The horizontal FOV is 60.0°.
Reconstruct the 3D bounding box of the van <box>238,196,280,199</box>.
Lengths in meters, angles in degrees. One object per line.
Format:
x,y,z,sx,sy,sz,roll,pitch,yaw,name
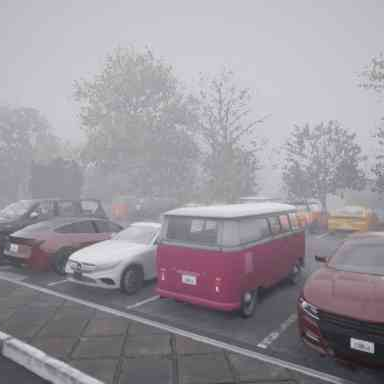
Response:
4.498,1.271,21.290,1.878,1.987,4.442,0,0,36,van

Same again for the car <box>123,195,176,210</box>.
-2.302,1.265,26.063,2.435,2.045,5.566,-1,0,36,car

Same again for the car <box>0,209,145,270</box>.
-3.347,1.527,10.713,2.163,1.488,4.792,0,0,36,car

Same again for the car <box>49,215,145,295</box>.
-1.108,1.533,9.073,2.002,1.452,4.674,0,0,36,car

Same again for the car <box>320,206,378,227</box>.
8.826,1.489,18.033,2.097,1.535,5.008,0,0,36,car

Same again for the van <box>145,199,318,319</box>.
1.214,1.264,7.546,1.878,1.987,4.442,0,0,36,van

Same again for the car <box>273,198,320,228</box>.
6.661,1.367,19.555,2.185,1.767,4.553,0,0,36,car

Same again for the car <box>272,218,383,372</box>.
3.404,1.486,5.837,2.097,1.535,5.008,0,0,36,car

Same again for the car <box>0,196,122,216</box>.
-5.636,1.250,12.286,2.435,2.045,5.566,0,0,36,car

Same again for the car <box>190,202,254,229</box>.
2.176,1.502,22.806,2.231,1.521,4.892,0,0,36,car

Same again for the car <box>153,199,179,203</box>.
-0.177,1.503,24.275,1.946,1.575,5.366,0,0,36,car
